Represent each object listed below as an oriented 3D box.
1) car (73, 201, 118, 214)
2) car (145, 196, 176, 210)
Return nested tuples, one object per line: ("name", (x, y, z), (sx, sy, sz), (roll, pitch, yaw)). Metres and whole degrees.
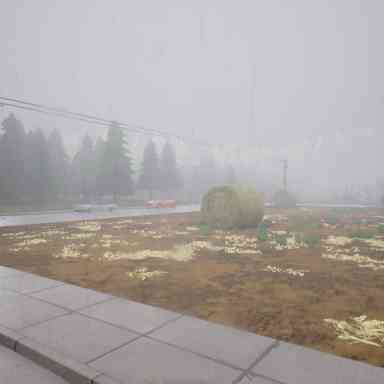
("car", (-10.506, 1.628, 36.269), (1.895, 1.301, 4.718), (0, 0, 37))
("car", (-4.215, 1.379, 44.726), (2.097, 1.767, 4.553), (0, 0, 37))
